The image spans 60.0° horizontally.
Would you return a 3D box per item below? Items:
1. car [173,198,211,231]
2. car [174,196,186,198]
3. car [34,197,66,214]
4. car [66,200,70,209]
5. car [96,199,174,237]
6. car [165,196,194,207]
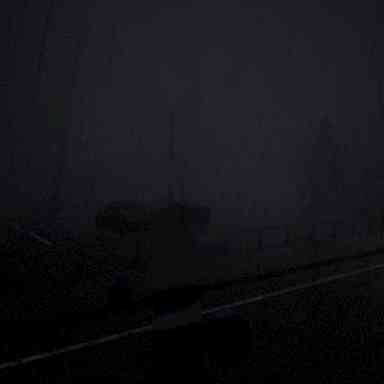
[{"bbox_3d":[-0.806,1.319,19.276,2.007,1.523,4.514,0,0,-36],"label":"car"},{"bbox_3d":[-0.537,1.552,42.705,1.895,1.301,4.718,0,0,-36],"label":"car"},{"bbox_3d":[-14.129,1.369,32.613,1.970,1.475,3.806,0,0,-36],"label":"car"},{"bbox_3d":[-16.059,1.352,40.374,1.845,1.501,3.633,0,0,-36],"label":"car"},{"bbox_3d":[-3.318,1.316,17.397,2.152,1.636,5.027,0,0,-36],"label":"car"},{"bbox_3d":[-1.998,1.422,50.748,1.882,1.535,5.008,0,0,-36],"label":"car"}]
